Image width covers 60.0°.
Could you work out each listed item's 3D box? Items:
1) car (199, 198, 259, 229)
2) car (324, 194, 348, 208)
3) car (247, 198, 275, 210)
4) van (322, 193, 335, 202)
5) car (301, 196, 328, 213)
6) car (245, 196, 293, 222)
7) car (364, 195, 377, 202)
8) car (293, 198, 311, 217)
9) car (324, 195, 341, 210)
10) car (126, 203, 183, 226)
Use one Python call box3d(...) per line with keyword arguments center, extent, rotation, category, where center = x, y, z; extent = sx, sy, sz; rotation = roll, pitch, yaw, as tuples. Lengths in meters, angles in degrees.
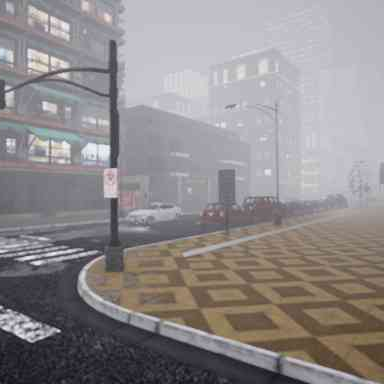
box3d(center=(2.252, 1.347, 20.911), extent=(1.967, 1.590, 4.097), rotation=(-1, 0, 36), category="car")
box3d(center=(18.831, 1.162, 43.431), extent=(2.192, 1.841, 5.009), rotation=(-1, 0, 36), category="car")
box3d(center=(9.071, 1.480, 43.461), extent=(1.752, 1.417, 4.829), rotation=(-1, 0, 36), category="car")
box3d(center=(29.067, 1.220, 70.623), extent=(1.690, 1.788, 3.998), rotation=(-1, 0, 36), category="van")
box3d(center=(12.201, 1.416, 34.422), extent=(1.887, 1.381, 4.507), rotation=(-1, 0, 36), category="car")
box3d(center=(5.567, 1.210, 25.415), extent=(2.192, 1.841, 5.009), rotation=(-1, 0, 36), category="car")
box3d(center=(35.414, 1.329, 65.950), extent=(1.887, 1.381, 4.507), rotation=(-1, 0, 36), category="car")
box3d(center=(8.885, 1.465, 29.918), extent=(1.802, 1.307, 4.206), rotation=(-1, 0, 36), category="car")
box3d(center=(15.517, 1.410, 38.926), extent=(2.008, 1.369, 4.403), rotation=(-1, 0, 36), category="car")
box3d(center=(-2.524, 1.499, 23.558), extent=(1.812, 1.442, 4.674), rotation=(-1, 0, 36), category="car")
